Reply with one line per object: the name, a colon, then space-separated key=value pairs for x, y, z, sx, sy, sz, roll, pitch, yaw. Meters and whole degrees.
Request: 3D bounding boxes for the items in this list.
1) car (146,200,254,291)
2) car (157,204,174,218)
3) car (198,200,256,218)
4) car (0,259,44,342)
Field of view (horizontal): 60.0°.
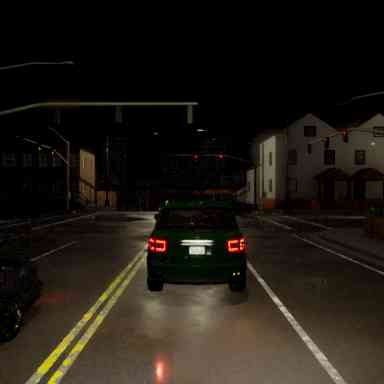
car: x=0.098 y=1.221 z=9.109 sx=2.150 sy=2.045 sz=5.566 roll=0 pitch=0 yaw=0
car: x=-3.555 y=2.597 z=45.382 sx=1.812 sy=1.442 sz=4.674 roll=0 pitch=-9 yaw=0
car: x=3.010 y=1.477 z=29.633 sx=4.902 sy=1.511 sz=2.128 roll=0 pitch=0 yaw=-1
car: x=-3.617 y=1.547 z=3.732 sx=2.033 sy=1.411 sz=5.357 roll=0 pitch=0 yaw=0
